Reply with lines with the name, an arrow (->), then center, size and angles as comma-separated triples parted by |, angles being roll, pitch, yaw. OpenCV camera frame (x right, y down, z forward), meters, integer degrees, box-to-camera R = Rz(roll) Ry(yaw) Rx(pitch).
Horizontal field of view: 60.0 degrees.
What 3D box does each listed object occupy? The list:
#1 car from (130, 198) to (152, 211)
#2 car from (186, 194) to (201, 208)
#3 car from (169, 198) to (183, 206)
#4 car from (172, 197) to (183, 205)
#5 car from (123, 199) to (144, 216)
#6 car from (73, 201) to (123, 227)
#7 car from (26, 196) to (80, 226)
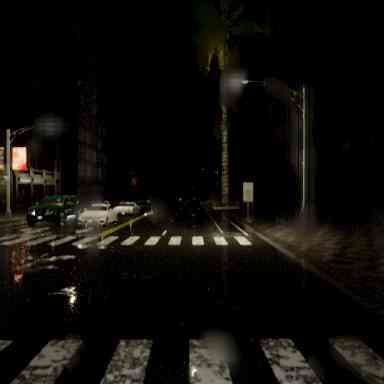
car -> -6.412, 1.688, 43.869 | 2.033, 1.411, 5.357 | 0, 0, 0
car -> 0.221, 1.404, 53.335 | 2.150, 2.045, 5.566 | 0, 0, 0
car -> -2.922, 1.766, 57.627 | 1.994, 1.385, 4.181 | 0, 0, 1
car -> -2.880, 1.816, 67.585 | 1.994, 1.385, 4.181 | 0, 0, 0
car -> -6.462, 1.702, 33.551 | 1.895, 1.301, 4.718 | 0, 0, 0
car -> -6.502, 1.595, 23.524 | 1.812, 1.442, 4.674 | 0, 0, 0
car -> -9.751, 1.293, 24.080 | 2.150, 2.045, 5.566 | 0, 0, 0
